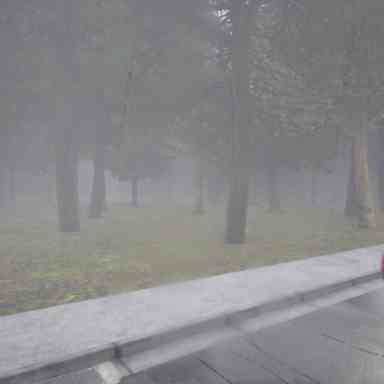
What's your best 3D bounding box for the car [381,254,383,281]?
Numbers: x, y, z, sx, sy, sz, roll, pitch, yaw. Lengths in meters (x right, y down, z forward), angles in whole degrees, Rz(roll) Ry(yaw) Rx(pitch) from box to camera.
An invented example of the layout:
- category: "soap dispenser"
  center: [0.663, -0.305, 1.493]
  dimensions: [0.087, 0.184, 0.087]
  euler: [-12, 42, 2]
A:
- category: "car"
  center: [6.622, 1.221, 7.659]
  dimensions: [5.566, 2.045, 2.150]
  euler: [0, 0, -35]
